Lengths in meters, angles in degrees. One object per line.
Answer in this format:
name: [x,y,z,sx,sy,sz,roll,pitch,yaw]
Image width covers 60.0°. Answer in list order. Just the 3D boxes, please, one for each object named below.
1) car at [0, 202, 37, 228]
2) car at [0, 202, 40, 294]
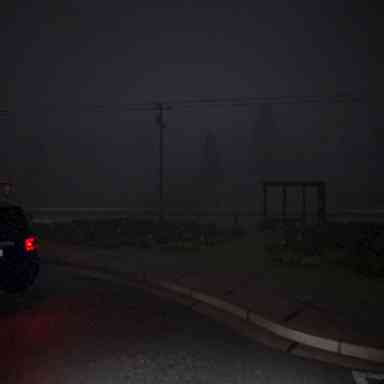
car: [-13.261,1.573,23.411,1.882,1.535,5.008,0,0,7]
car: [-5.784,1.254,7.711,5.566,2.045,2.150,-1,0,36]
